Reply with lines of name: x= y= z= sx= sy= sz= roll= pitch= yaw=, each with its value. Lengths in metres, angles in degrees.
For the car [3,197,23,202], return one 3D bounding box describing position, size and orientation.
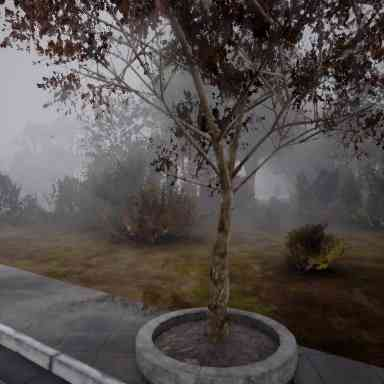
car: x=-23.420 y=1.177 z=41.951 sx=1.837 sy=1.490 sz=4.892 roll=1 pitch=0 yaw=32
